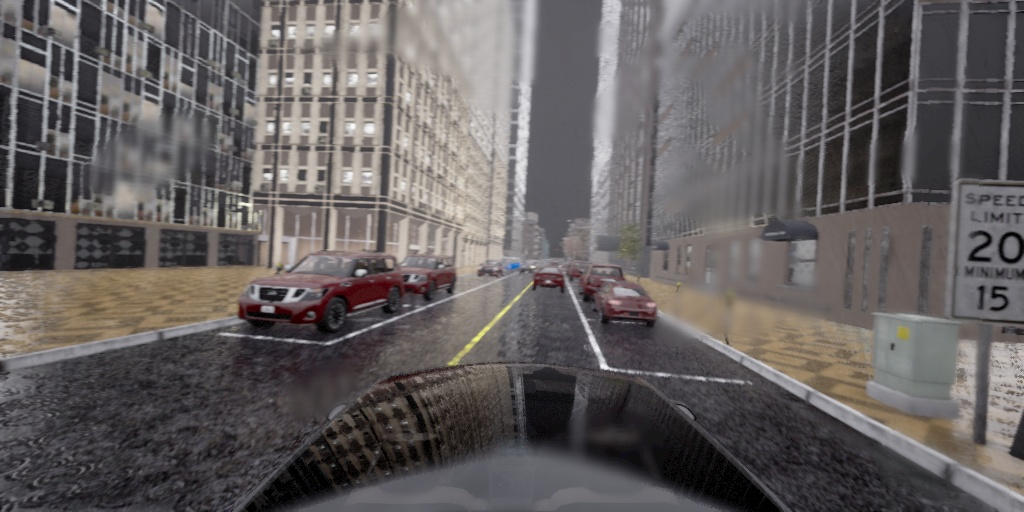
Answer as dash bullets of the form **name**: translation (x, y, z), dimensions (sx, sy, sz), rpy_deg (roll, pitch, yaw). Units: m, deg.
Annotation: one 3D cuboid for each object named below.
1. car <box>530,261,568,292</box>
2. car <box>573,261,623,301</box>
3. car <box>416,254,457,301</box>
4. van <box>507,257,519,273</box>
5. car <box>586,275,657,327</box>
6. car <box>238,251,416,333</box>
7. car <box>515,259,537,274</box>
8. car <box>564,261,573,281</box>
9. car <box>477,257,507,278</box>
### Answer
- **car**: translation (2.416, 1.354, 23.173), dimensions (1.882, 1.535, 5.008), rpy_deg (3, 0, 7)
- **car**: translation (4.500, 1.310, 18.436), dimensions (2.192, 1.841, 5.009), rpy_deg (0, 0, 7)
- **car**: translation (-3.971, 0.833, 16.151), dimensions (2.192, 1.841, 5.009), rpy_deg (0, 0, 7)
- **van**: translation (-0.542, 1.044, 42.885), dimensions (1.690, 1.789, 3.998), rpy_deg (0, 0, 7)
- **car**: translation (3.760, 1.537, 12.443), dimensions (1.802, 1.307, 4.207), rpy_deg (0, 0, 7)
- **car**: translation (-4.746, 0.791, 9.867), dimensions (2.192, 1.841, 5.009), rpy_deg (0, 0, 7)
- **car**: translation (1.946, 1.390, 41.819), dimensions (2.033, 1.411, 5.357), rpy_deg (3, 0, 7)
- **car**: translation (6.254, 1.404, 33.283), dimensions (2.192, 1.841, 5.009), rpy_deg (0, 0, 7)
- **car**: translation (-1.902, 1.070, 32.388), dimensions (1.967, 1.591, 4.097), rpy_deg (0, 0, 7)
